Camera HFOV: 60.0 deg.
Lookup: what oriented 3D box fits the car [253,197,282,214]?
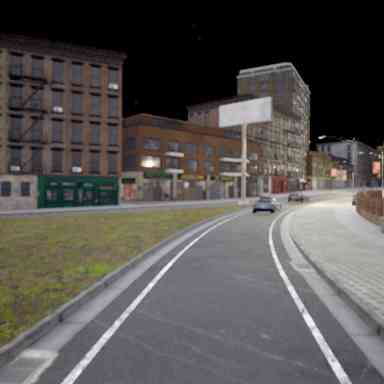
[{"bbox_3d":[6.962,1.161,30.582,1.994,1.385,4.181,1,2,24],"label":"car"}]

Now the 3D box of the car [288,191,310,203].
[{"bbox_3d":[14.215,0.658,43.987,2.128,1.511,4.902,1,2,34],"label":"car"}]
